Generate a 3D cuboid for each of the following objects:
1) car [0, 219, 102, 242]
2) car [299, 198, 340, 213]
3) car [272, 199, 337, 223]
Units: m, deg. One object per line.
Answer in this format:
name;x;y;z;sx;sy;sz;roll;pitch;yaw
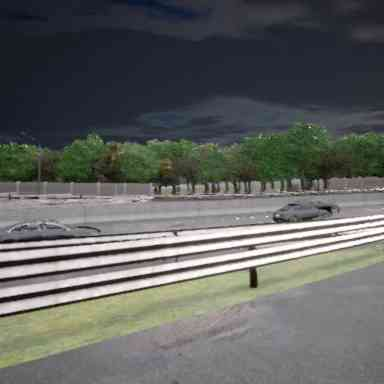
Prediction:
car;-6.661;1.994;15.323;4.902;1.511;2.128;-2;1;-20
car;10.530;1.302;28.877;4.902;1.511;2.128;-2;1;-19
car;7.949;1.552;24.250;4.181;1.385;1.994;-2;1;-20
